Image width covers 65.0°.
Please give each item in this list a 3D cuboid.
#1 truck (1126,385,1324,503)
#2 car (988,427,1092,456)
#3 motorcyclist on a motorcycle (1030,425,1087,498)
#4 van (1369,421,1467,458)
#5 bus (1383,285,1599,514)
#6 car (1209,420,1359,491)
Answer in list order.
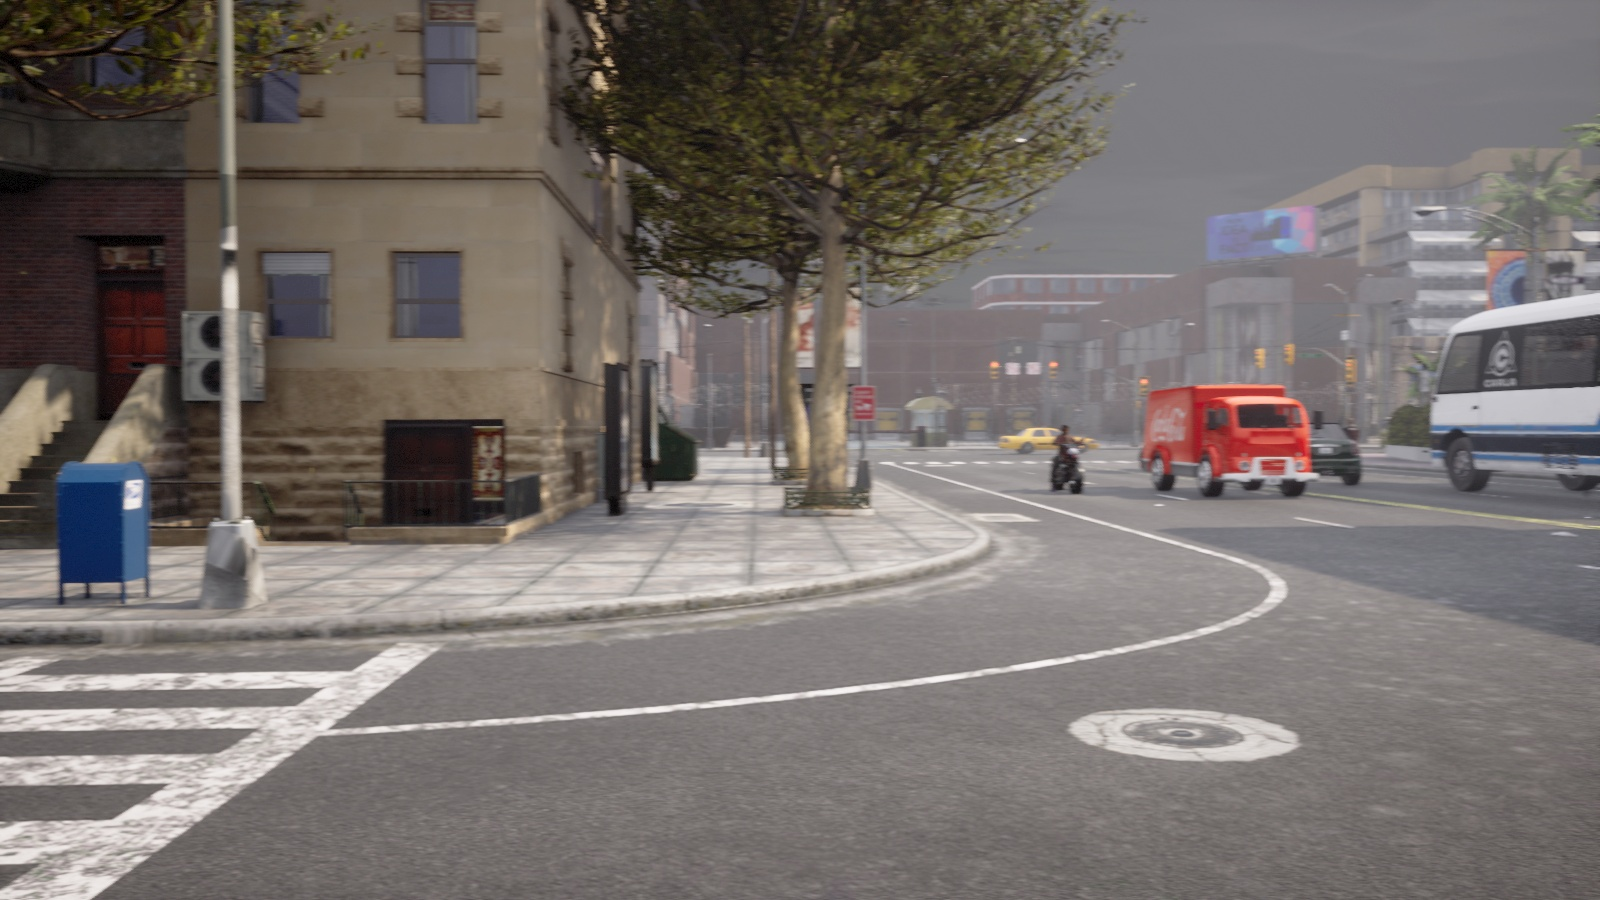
[{"bbox_3d":[9.614,-0.169,28.993,2.627,2.467,5.204,0,1,-2],"label":"truck"},{"bbox_3d":[13.121,-0.471,68.872,5.366,1.575,1.801,0,1,-2],"label":"car"},{"bbox_3d":[6.084,0.245,29.659,0.766,1.649,2.350,0,1,-2],"label":"motorcyclist on a motorcycle"},{"bbox_3d":[33.711,-0.587,68.611,4.442,1.987,1.775,0,1,8],"label":"van"},{"bbox_3d":[16.733,-0.985,26.243,3.944,4.253,10.273,0,1,-2],"label":"bus"},{"bbox_3d":[12.923,0.097,33.871,2.097,1.767,4.553,0,1,-2],"label":"car"}]
